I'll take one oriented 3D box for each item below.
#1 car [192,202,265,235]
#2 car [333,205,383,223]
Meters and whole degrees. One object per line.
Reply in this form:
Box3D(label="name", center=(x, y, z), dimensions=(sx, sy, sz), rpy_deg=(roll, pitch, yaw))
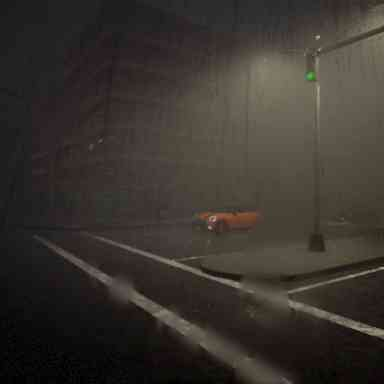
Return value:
Box3D(label="car", center=(2.189, 1.469, 19.676), dimensions=(4.553, 1.767, 2.097), rpy_deg=(1, 0, -35))
Box3D(label="car", center=(14.238, 1.797, 28.259), dimensions=(5.357, 1.411, 2.033), rpy_deg=(1, 0, -35))
